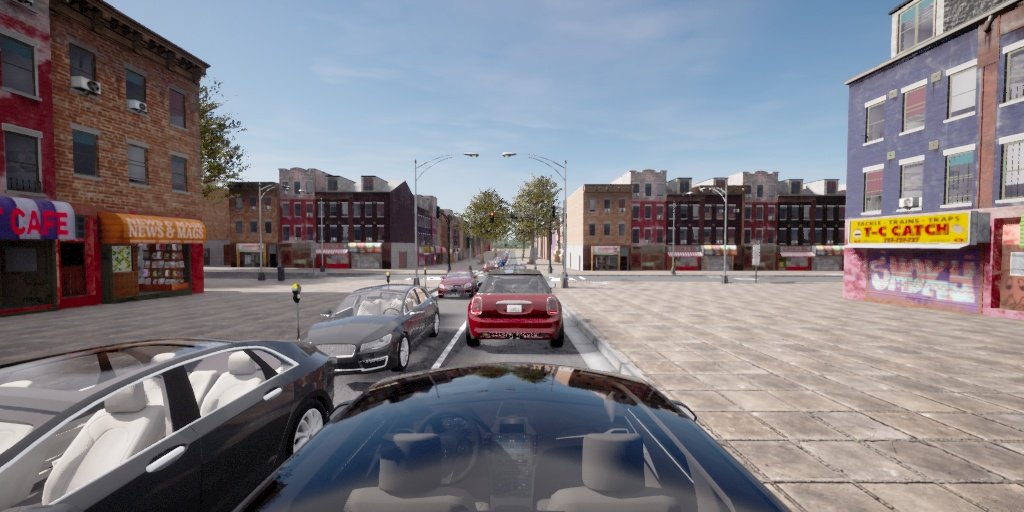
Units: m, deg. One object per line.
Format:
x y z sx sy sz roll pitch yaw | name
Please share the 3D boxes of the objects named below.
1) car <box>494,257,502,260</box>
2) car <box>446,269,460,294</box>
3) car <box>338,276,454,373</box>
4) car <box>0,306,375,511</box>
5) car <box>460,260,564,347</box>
-2.578 1.233 45.116 1.967 1.591 4.097 0 0 0 | car
-2.617 1.332 18.340 1.802 1.307 4.207 0 0 0 | car
-2.632 1.298 7.446 2.007 1.370 4.403 0 0 0 | car
-2.640 1.300 1.998 2.007 1.370 4.403 0 0 0 | car
0.109 1.099 9.491 2.097 1.767 4.553 0 0 2 | car
